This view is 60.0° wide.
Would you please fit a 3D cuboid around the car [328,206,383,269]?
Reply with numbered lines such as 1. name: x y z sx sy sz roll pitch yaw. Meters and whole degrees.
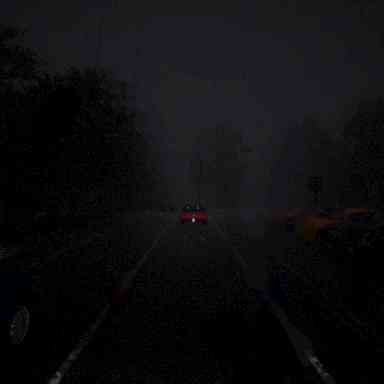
1. car: 7.053 1.218 9.006 5.566 2.045 2.435 0 0 0

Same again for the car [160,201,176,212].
1. car: -3.324 2.056 46.285 1.837 1.490 4.892 0 -2 0

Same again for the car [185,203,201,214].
1. car: 0.112 2.034 42.162 1.895 1.301 4.718 0 -2 0

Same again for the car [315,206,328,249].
1. car: 7.115 1.341 11.778 4.553 1.767 2.185 0 0 0

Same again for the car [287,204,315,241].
1. car: 7.093 1.469 14.555 5.008 1.535 2.097 0 0 0

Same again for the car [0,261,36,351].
1. car: -3.349 1.518 3.461 1.812 1.442 4.674 0 0 0

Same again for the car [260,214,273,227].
1. car: 6.906 1.494 20.096 5.366 1.575 1.946 0 0 0

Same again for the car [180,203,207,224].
1. car: 0.106 1.700 25.303 1.895 1.301 4.718 0 -1 0

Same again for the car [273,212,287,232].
1. car: 7.094 1.480 17.327 4.892 1.521 2.231 0 0 0
